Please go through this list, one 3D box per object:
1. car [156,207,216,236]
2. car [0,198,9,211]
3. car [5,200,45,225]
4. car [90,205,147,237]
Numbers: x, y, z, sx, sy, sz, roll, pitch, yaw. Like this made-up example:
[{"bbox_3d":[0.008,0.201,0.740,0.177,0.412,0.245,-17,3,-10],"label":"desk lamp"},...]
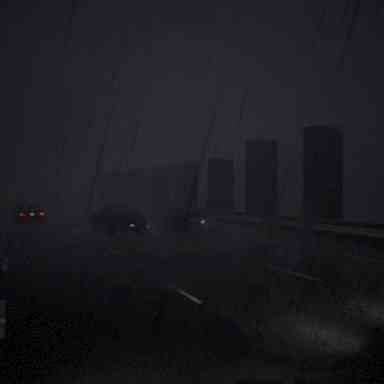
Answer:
[{"bbox_3d":[-0.416,1.548,18.702,1.994,1.385,4.181,0,0,-30],"label":"car"},{"bbox_3d":[-21.230,1.449,36.928,1.882,1.535,5.008,0,0,-38],"label":"car"},{"bbox_3d":[-12.021,1.528,24.200,2.033,1.411,5.357,0,0,-33],"label":"car"},{"bbox_3d":[-4.137,1.462,18.131,1.882,1.535,5.008,0,0,-31],"label":"car"}]
